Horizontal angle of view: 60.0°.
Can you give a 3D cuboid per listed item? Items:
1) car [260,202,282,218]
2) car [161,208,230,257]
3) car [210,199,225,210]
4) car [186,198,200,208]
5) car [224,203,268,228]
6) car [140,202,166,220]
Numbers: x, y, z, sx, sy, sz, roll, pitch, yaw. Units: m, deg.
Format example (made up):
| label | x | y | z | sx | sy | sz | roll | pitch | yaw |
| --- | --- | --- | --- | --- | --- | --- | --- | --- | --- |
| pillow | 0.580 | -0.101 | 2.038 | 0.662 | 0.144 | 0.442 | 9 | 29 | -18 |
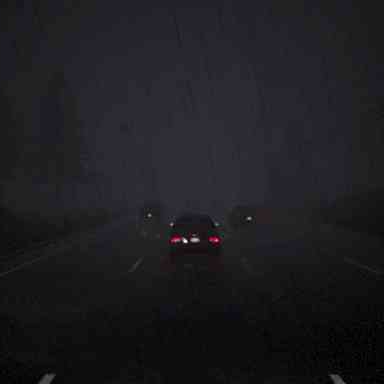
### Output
| label | x | y | z | sx | sy | sz | roll | pitch | yaw |
| --- | --- | --- | --- | --- | --- | --- | --- | --- | --- |
| car | 7.104 | 1.650 | 31.736 | 2.033 | 1.411 | 5.357 | 0 | 0 | 0 |
| car | 0.092 | 1.589 | 13.117 | 2.033 | 1.411 | 5.357 | 0 | 0 | 0 |
| car | 3.603 | 1.698 | 46.493 | 2.033 | 1.411 | 5.357 | 0 | 0 | 0 |
| car | 0.104 | 1.641 | 50.246 | 1.882 | 1.535 | 5.008 | 0 | 0 | 0 |
| car | 3.602 | 1.638 | 22.904 | 1.994 | 1.385 | 4.181 | 0 | 0 | 0 |
| car | -3.398 | 1.601 | 29.127 | 1.837 | 1.490 | 4.892 | 0 | 0 | 0 |
